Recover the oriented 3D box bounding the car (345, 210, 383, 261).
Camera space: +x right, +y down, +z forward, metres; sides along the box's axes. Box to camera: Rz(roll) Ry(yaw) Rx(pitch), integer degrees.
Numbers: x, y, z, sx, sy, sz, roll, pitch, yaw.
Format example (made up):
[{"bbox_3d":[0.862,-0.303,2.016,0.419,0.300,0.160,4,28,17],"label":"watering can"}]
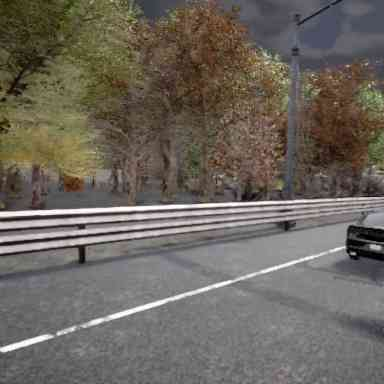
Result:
[{"bbox_3d":[6.552,1.288,10.406,5.008,1.535,1.882,0,3,-45],"label":"car"}]
